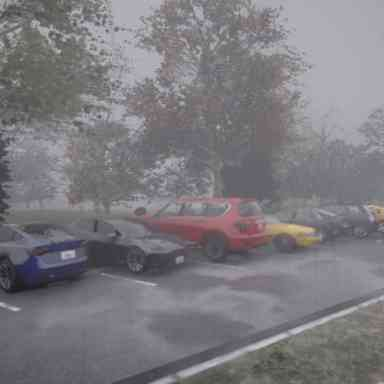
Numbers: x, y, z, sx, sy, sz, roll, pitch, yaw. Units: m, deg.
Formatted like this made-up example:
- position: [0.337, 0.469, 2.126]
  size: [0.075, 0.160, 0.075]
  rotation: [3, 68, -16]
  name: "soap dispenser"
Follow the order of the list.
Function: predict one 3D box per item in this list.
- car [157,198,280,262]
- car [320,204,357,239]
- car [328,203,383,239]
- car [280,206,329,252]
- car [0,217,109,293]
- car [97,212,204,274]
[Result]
- position: [0.057, 1.252, 12.479]
  size: [5.566, 2.045, 2.435]
  rotation: [-1, 0, 34]
  name: "car"
- position: [4.905, 1.503, 15.935]
  size: [4.892, 1.521, 2.231]
  rotation: [-1, 0, 34]
  name: "car"
- position: [7.322, 1.375, 17.673]
  size: [4.553, 1.767, 2.185]
  rotation: [-1, -1, 34]
  name: "car"
- position: [2.652, 1.497, 14.099]
  size: [5.366, 1.575, 1.946]
  rotation: [-1, -1, 34]
  name: "car"
- position: [-4.782, 1.535, 9.014]
  size: [4.792, 1.488, 2.163]
  rotation: [-1, -1, 34]
  name: "car"
- position: [-2.309, 1.533, 10.717]
  size: [4.792, 1.488, 2.163]
  rotation: [-1, -1, 34]
  name: "car"
